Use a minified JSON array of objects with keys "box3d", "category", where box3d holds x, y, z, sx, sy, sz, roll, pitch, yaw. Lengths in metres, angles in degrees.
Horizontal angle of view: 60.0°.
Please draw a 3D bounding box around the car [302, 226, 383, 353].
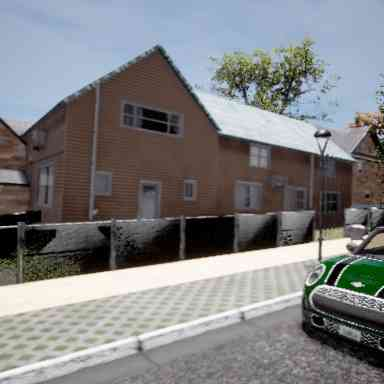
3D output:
[{"box3d":[4.027,1.378,5.922,4.553,1.767,2.097,0,0,-35],"category":"car"}]
